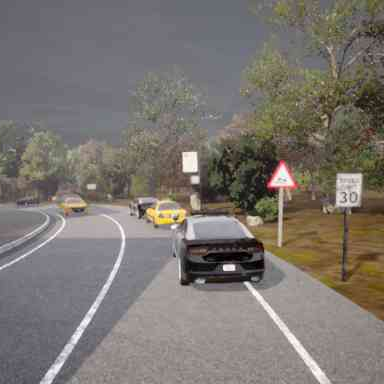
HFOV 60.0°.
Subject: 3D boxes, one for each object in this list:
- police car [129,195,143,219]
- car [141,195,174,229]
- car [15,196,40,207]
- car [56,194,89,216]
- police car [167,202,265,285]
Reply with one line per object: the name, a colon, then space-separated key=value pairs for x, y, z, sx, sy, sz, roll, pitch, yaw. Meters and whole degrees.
police car: x=-3.590 y=1.062 z=25.549 sx=1.930 sy=1.638 sz=5.238 roll=-2 pitch=1 yaw=-21
car: x=-1.602 y=1.168 z=19.685 sx=1.801 sy=1.575 sz=5.366 roll=-2 pitch=1 yaw=-16
car: x=-26.685 y=1.489 z=53.774 sx=5.008 sy=1.535 sz=1.882 roll=-2 pitch=3 yaw=34
car: x=-10.664 y=1.272 z=30.004 sx=1.882 sy=1.535 sz=5.008 roll=-3 pitch=1 yaw=-29
police car: x=0.465 y=1.302 z=9.367 sx=1.930 sy=1.638 sz=5.238 roll=-1 pitch=1 yaw=-7
